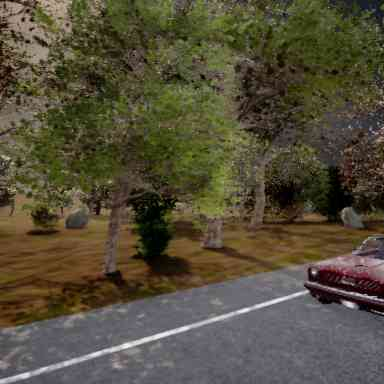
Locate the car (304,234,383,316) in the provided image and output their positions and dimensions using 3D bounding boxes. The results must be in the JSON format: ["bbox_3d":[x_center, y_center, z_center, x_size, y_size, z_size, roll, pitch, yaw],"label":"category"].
[{"bbox_3d":[4.464,1.613,7.016,4.718,1.301,1.895,0,0,-37],"label":"car"}]
